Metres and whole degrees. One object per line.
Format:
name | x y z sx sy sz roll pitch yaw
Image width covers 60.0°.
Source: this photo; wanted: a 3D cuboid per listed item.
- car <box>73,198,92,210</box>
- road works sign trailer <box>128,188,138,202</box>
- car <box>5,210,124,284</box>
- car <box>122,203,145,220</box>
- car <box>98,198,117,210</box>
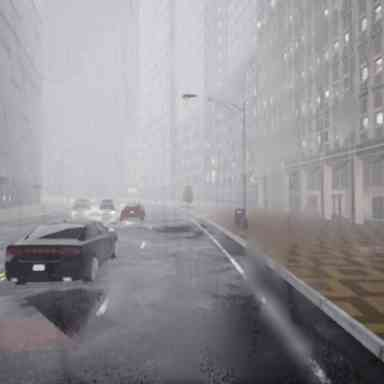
car | -14.043 1.553 42.743 1.882 1.535 5.008 0 0 -11
road works sign trailer | -14.758 0.636 82.331 2.380 3.560 2.880 0 0 -21
car | -3.441 1.504 9.731 1.882 1.535 5.008 0 0 -2
car | -5.099 1.626 28.962 1.994 1.385 4.181 0 0 -7
car | -10.570 1.584 41.835 1.837 1.490 4.892 0 0 -10
